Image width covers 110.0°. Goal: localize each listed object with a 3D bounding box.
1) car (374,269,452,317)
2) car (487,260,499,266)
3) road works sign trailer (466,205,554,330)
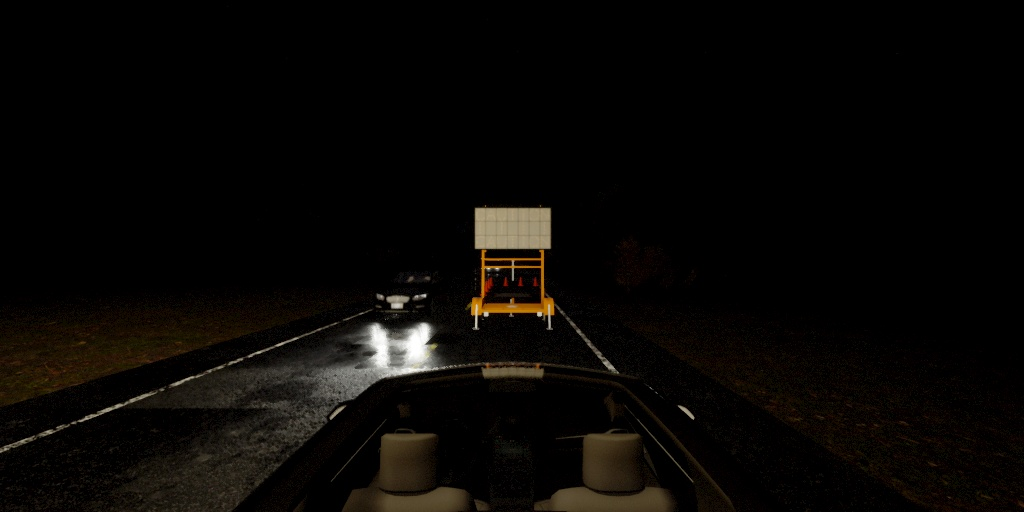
[{"bbox_3d":[-3.465,1.243,13.288,2.128,1.511,4.902,0,0,0],"label":"car"},{"bbox_3d":[-3.311,1.295,63.281,1.837,1.490,4.892,0,0,0],"label":"car"},{"bbox_3d":[0.028,0.215,11.140,2.380,3.560,2.880,0,0,0],"label":"road works sign trailer"}]
